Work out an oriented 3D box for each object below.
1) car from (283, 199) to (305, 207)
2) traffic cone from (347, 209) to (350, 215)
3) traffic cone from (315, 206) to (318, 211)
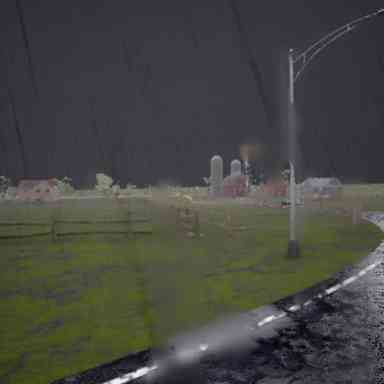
[{"bbox_3d":[17.251,1.833,56.398,1.882,1.535,5.008,-1,0,-11],"label":"car"},{"bbox_3d":[16.980,2.145,36.013,0.340,0.580,0.340,-1,-1,6],"label":"traffic cone"},{"bbox_3d":[17.043,2.239,45.503,0.340,0.580,0.340,-1,-1,-5],"label":"traffic cone"}]
